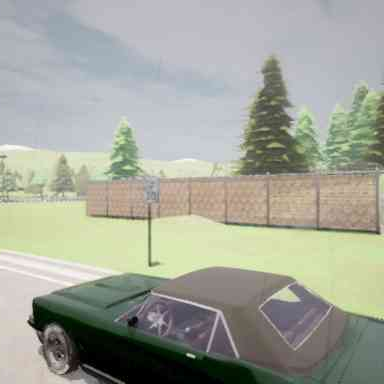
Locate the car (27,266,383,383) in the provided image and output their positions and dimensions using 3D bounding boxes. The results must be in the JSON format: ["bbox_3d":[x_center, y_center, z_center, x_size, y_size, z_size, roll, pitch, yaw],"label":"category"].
[{"bbox_3d":[0.090,1.608,3.935,4.718,1.301,1.895,0,0,35],"label":"car"}]
